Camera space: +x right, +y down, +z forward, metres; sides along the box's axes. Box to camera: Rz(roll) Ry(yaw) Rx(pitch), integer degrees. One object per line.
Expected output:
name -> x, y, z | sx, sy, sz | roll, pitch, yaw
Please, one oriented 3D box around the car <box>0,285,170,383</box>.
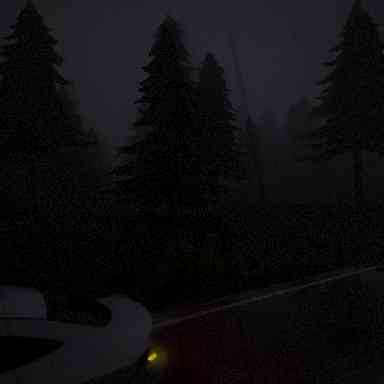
car -> -2.360, 1.525, 2.301 | 4.674, 1.442, 1.812 | 0, 0, -36
